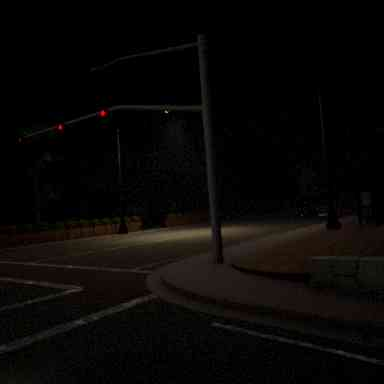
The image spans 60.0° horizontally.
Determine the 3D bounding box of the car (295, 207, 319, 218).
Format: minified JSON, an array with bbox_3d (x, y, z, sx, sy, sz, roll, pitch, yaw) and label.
[{"bbox_3d":[15.394,2.683,44.277,1.895,1.301,4.718,-6,-4,37],"label":"car"}]
